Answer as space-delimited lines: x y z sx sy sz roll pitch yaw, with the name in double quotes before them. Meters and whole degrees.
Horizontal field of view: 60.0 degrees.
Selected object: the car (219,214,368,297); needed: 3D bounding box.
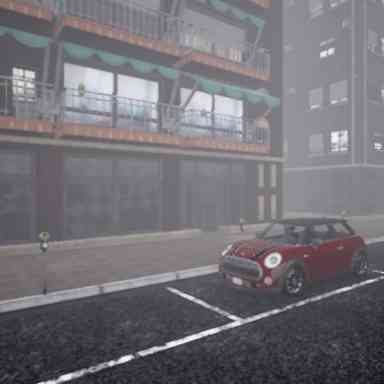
"car" 2.619 1.412 8.425 4.097 1.590 1.967 0 0 -35
